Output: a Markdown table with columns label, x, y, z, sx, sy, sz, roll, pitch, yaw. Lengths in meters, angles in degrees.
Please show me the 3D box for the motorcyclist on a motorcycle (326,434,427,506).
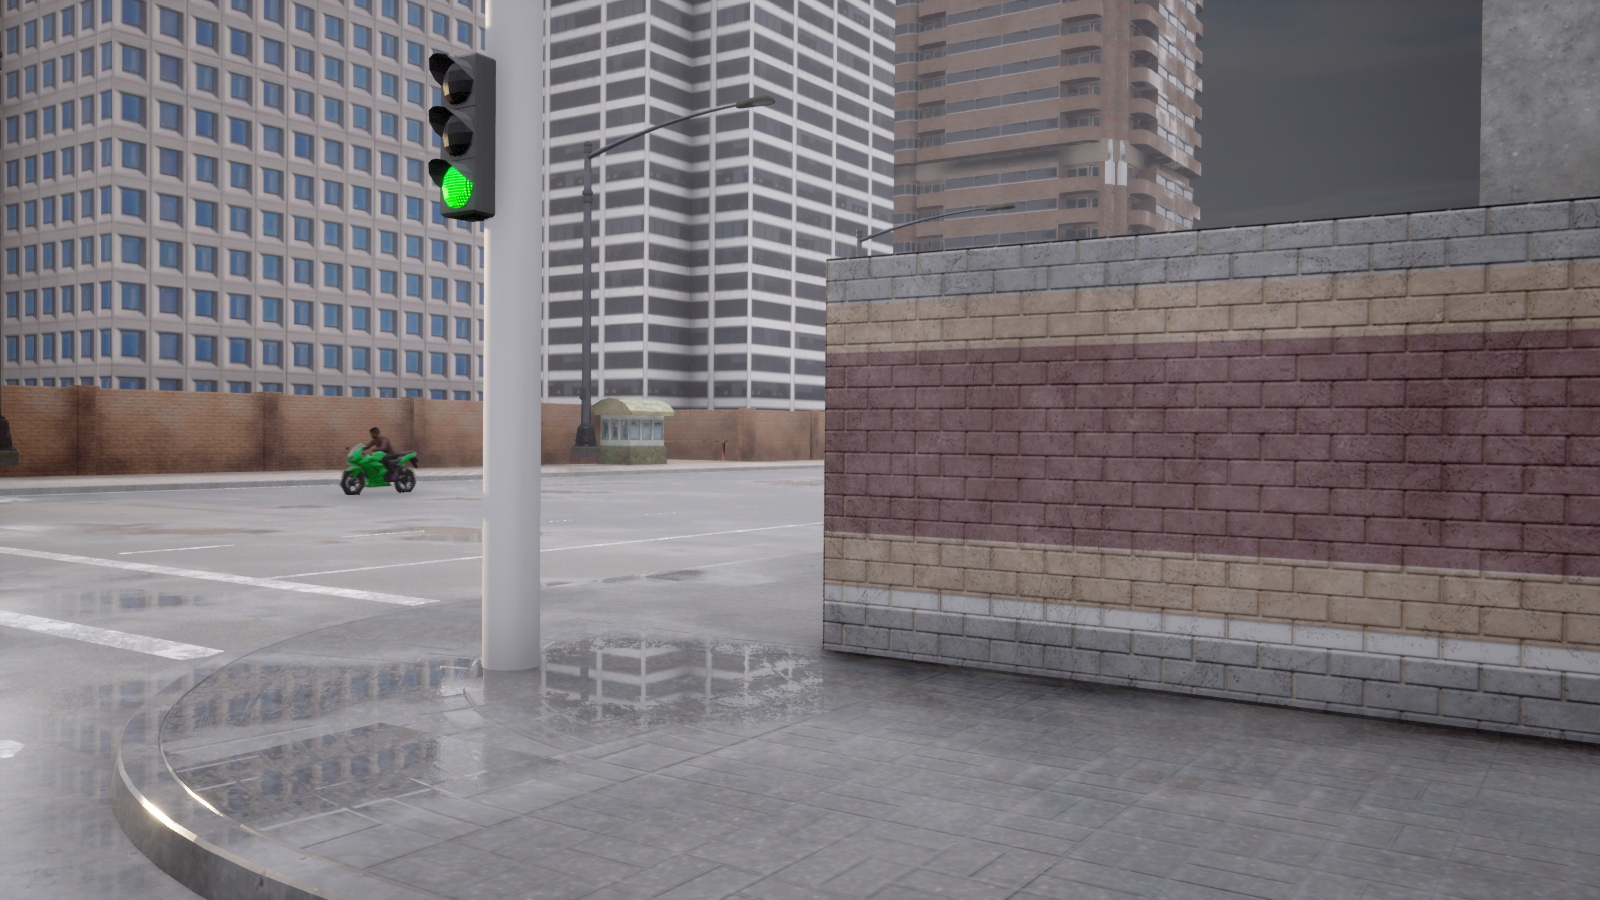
| label | x | y | z | sx | sy | sz | roll | pitch | yaw |
| --- | --- | --- | --- | --- | --- | --- | --- | --- | --- |
| motorcyclist on a motorcycle | -9.419 | 0.416 | 28.022 | 0.797 | 1.523 | 2.044 | 0 | 1 | 34 |
